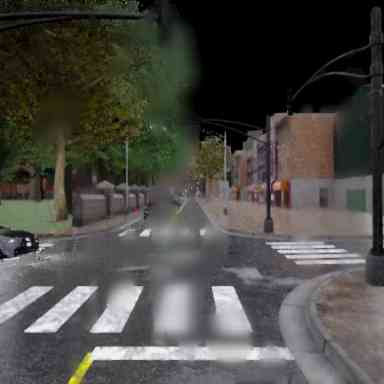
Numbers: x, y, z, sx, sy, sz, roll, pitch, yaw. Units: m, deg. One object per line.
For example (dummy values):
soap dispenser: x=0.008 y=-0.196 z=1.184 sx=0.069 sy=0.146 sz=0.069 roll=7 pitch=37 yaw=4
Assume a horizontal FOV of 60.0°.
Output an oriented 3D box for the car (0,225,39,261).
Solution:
car: x=-7.371 y=1.561 z=10.979 sx=4.181 sy=1.385 sz=1.994 roll=0 pitch=-1 yaw=0

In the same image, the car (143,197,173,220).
car: x=-2.868 y=1.432 z=27.452 sx=1.837 sy=1.490 sz=4.892 roll=0 pitch=0 yaw=0

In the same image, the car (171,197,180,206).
car: x=-2.828 y=1.467 z=52.112 sx=2.033 sy=1.411 sz=5.357 roll=0 pitch=0 yaw=0
